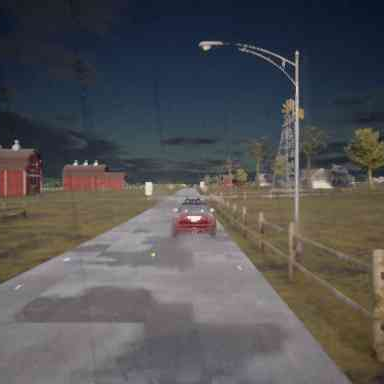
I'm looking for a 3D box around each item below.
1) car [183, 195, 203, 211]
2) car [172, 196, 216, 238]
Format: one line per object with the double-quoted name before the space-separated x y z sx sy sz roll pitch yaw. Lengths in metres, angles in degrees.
"car" 0.104 1.122 36.253 2.128 1.511 4.902 0 1 0
"car" 0.103 1.279 17.472 2.097 1.767 4.553 0 1 0
